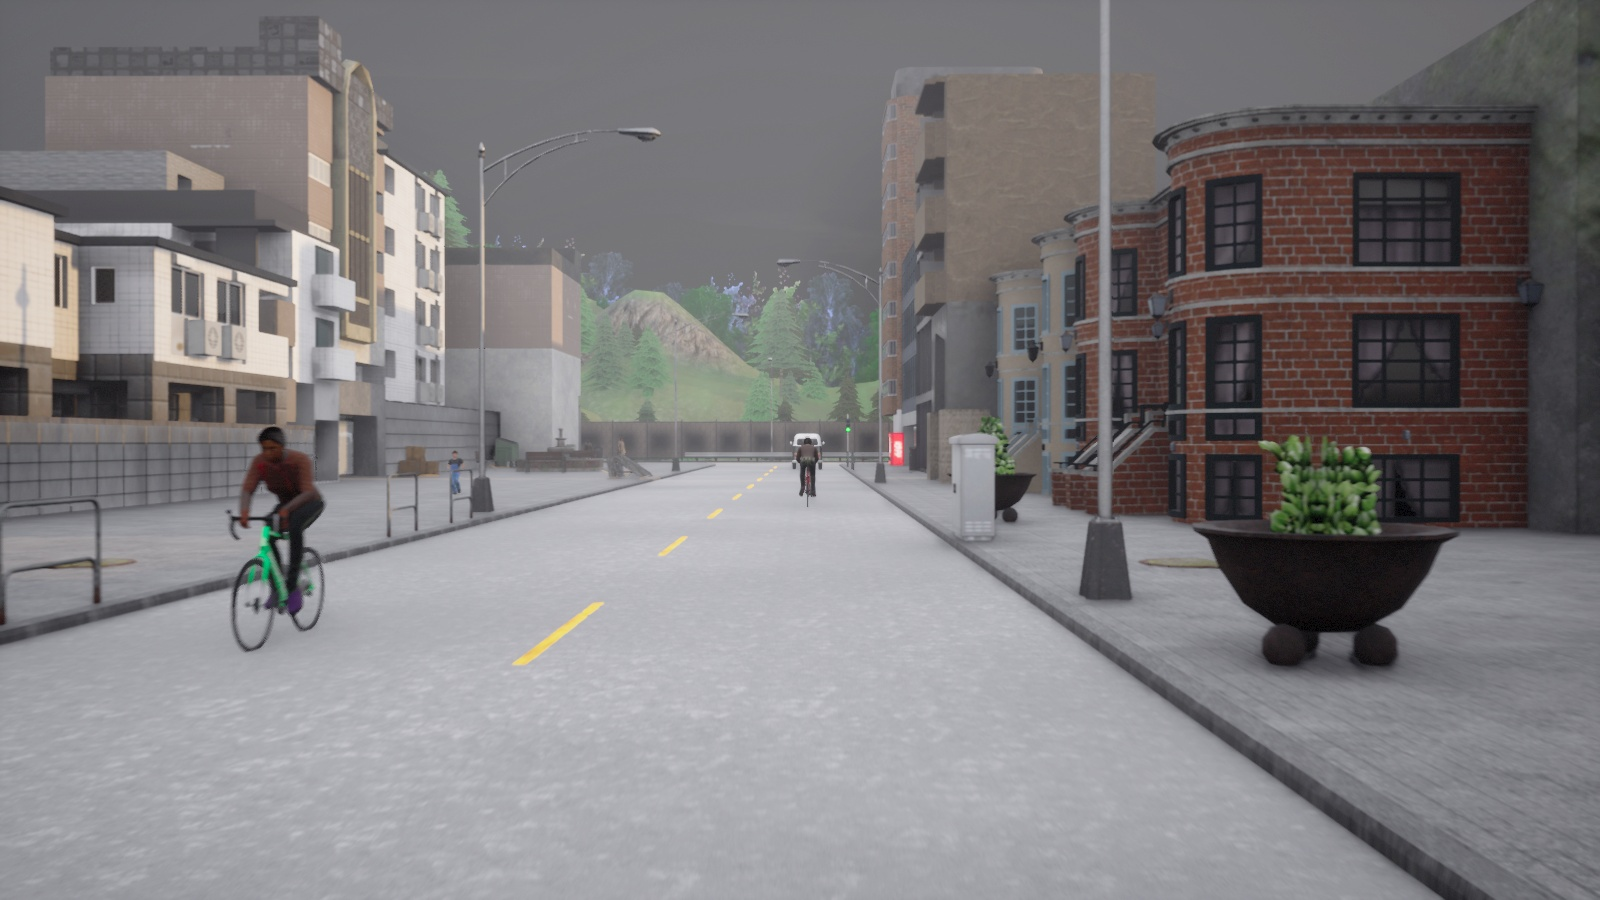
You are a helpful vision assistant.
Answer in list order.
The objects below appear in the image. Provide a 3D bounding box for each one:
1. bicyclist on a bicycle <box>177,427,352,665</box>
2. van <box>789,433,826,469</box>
[{"bbox_3d":[-3.932,0.643,9.360,0.582,1.620,1.656,0,1,0],"label":"bicyclist on a bicycle"},{"bbox_3d":[0.428,0.059,72.966,2.069,2.038,4.480,0,0,0],"label":"van"}]
